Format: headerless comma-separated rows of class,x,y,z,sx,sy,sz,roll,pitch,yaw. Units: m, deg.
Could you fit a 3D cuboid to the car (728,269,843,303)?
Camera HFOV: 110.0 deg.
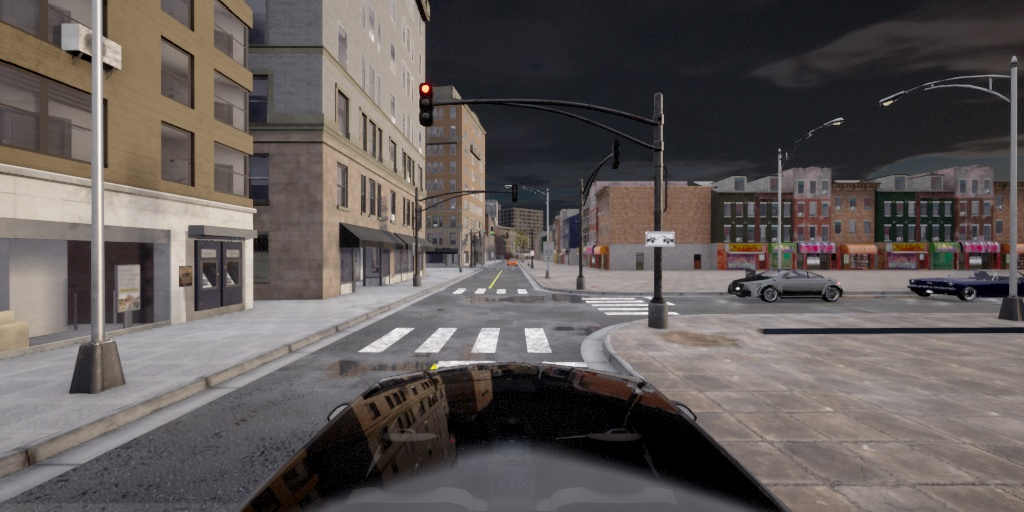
car,12.036,1.261,15.957,4.181,1.385,1.994,0,0,0

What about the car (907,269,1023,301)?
car,20.822,1.265,16.007,4.718,1.301,1.895,0,0,0
